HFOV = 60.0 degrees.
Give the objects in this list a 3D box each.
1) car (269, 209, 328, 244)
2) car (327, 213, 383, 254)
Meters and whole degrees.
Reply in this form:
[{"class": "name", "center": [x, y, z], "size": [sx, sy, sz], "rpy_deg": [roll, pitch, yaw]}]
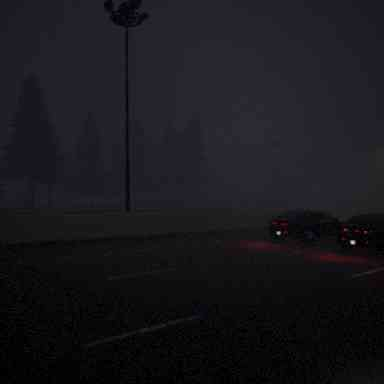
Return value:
[{"class": "car", "center": [5.964, 1.641, 16.729], "size": [4.892, 1.490, 1.837], "rpy_deg": [0, 0, -35]}, {"class": "car", "center": [8.002, 1.642, 13.884], "size": [4.892, 1.490, 1.837], "rpy_deg": [0, 0, -36]}]
